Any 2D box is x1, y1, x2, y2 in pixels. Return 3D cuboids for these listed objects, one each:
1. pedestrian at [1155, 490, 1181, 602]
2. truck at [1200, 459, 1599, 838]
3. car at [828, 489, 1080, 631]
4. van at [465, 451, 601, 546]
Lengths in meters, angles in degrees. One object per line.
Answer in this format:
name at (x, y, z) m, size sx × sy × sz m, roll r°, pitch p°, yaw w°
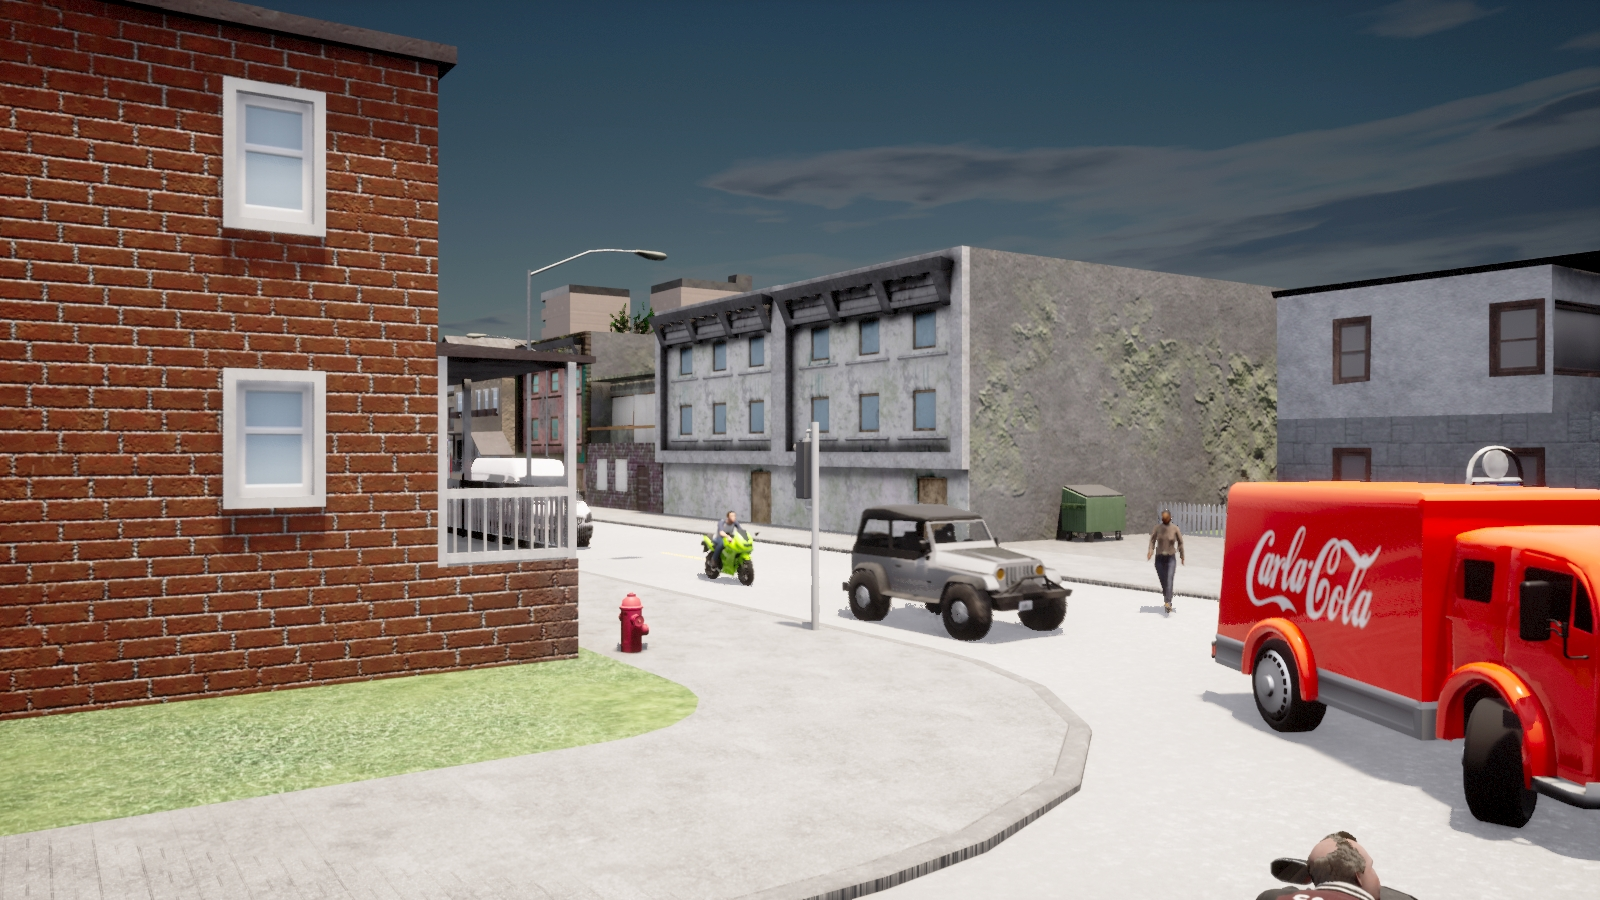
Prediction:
pedestrian at (6.286, 1.628, 19.512) m, size 0.375 × 1.860 × 0.375 m, roll 0°, pitch 0°, yaw 27°
truck at (6.072, 1.345, 10.342) m, size 2.627 × 2.467 × 5.204 m, roll 0°, pitch 0°, yaw -6°
car at (2.363, 1.637, 18.351) m, size 1.905 × 1.878 × 3.866 m, roll 0°, pitch 0°, yaw -35°
van at (-8.034, 1.314, 33.893) m, size 1.988 × 2.561 × 5.915 m, roll 0°, pitch 0°, yaw -34°
